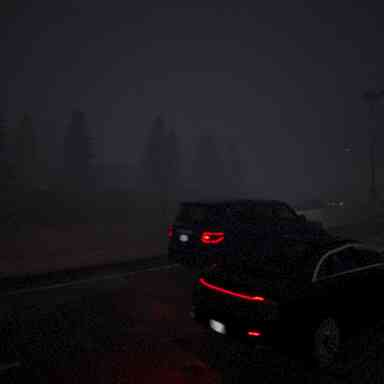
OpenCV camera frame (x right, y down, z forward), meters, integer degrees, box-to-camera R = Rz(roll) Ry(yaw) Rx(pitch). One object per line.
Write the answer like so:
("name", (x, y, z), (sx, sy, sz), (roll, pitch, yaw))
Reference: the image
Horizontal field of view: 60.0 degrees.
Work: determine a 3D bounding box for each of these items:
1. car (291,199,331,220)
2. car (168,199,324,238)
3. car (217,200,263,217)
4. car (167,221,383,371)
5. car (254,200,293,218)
("car", (10.482, 1.444, 29.075), (1.882, 1.535, 5.008), (0, 0, 38))
("car", (1.859, 1.217, 9.902), (5.566, 2.045, 2.150), (0, 0, -40))
("car", (4.886, 1.533, 33.156), (2.033, 1.411, 5.357), (0, 0, 39))
("car", (2.212, 1.485, 5.739), (4.902, 1.511, 2.128), (0, 0, -39))
("car", (7.747, 1.540, 31.252), (1.994, 1.385, 4.181), (0, 0, 38))
